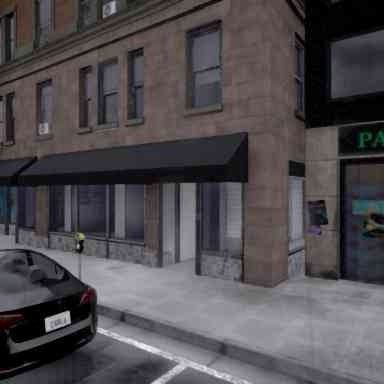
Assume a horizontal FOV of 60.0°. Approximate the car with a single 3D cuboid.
[{"bbox_3d":[-3.278,1.566,5.151,4.313,1.339,1.947,0,0,36],"label":"car"}]
